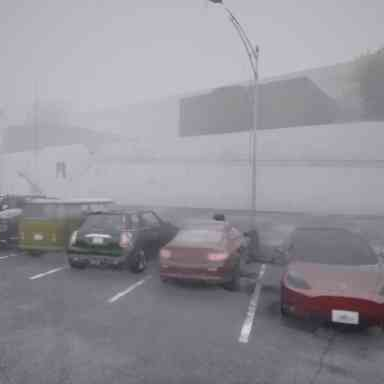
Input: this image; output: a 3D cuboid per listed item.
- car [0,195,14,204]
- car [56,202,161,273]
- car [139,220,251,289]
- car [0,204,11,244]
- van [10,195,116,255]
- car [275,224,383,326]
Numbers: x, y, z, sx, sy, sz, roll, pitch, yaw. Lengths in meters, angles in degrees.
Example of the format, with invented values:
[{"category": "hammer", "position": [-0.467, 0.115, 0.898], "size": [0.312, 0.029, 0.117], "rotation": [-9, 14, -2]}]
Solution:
[{"category": "car", "position": [-9.194, 1.152, 16.016], "size": [2.435, 2.045, 5.566], "rotation": [1, 0, 15]}, {"category": "car", "position": [-1.917, 1.324, 10.817], "size": [2.185, 1.767, 4.553], "rotation": [0, -1, 15]}, {"category": "car", "position": [0.515, 1.505, 9.111], "size": [2.002, 1.452, 4.674], "rotation": [0, -1, 16]}, {"category": "car", "position": [-6.769, 1.420, 14.305], "size": [2.231, 1.521, 4.892], "rotation": [0, -1, 15]}, {"category": "van", "position": [-4.307, 1.210, 12.693], "size": [1.878, 1.987, 4.442], "rotation": [0, -1, 15]}, {"category": "car", "position": [2.961, 1.510, 7.341], "size": [2.163, 1.488, 4.792], "rotation": [1, 0, 15]}]
